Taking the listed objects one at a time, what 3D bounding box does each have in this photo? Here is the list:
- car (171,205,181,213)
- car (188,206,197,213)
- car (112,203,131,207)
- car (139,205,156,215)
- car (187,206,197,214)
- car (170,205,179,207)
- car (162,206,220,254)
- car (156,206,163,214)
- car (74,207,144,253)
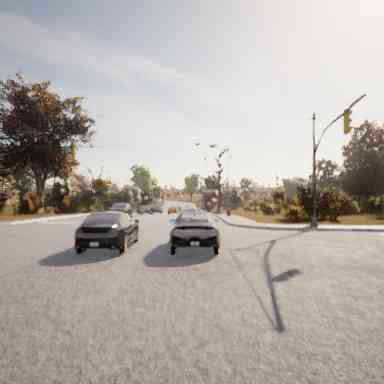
[{"bbox_3d":[-3.479,3.655,72.508,2.097,1.767,4.553,0,-3,0],"label":"car"},{"bbox_3d":[0.021,3.779,72.530,1.882,1.535,5.008,0,-3,0],"label":"car"},{"bbox_3d":[-7.081,1.875,33.192,1.837,1.490,4.892,0,-2,0],"label":"car"},{"bbox_3d":[-7.045,2.655,49.655,2.128,1.511,4.902,0,-3,0],"label":"car"},{"bbox_3d":[0.018,3.422,62.512,1.812,1.442,4.674,0,-3,0],"label":"car"},{"bbox_3d":[-3.482,3.350,62.100,1.882,1.535,5.008,0,-3,0],"label":"car"},{"bbox_3d":[0.103,1.573,13.863,2.128,1.511,4.902,0,0,0],"label":"car"},{"bbox_3d":[-6.981,3.500,66.734,2.097,1.767,4.553,0,-3,0],"label":"car"},{"bbox_3d":[-3.396,1.588,13.986,1.837,1.490,4.892,0,0,0],"label":"car"}]
